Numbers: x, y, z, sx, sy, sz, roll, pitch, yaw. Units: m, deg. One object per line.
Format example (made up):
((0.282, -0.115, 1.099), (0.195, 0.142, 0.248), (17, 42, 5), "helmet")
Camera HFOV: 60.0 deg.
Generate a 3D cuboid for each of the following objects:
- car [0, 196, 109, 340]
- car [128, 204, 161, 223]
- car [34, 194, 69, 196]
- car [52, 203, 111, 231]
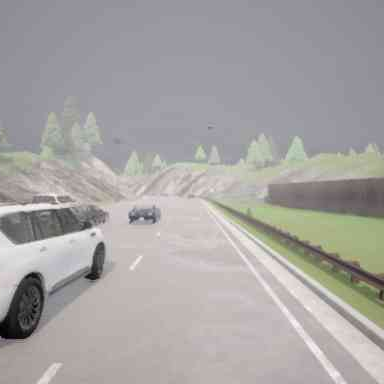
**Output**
((-3.467, 1.204, 6.715), (2.150, 2.045, 5.566), (0, 0, 3), "car")
((-3.418, 1.540, 24.902), (1.895, 1.301, 4.718), (0, 0, 0), "car")
((-10.414, 1.158, 25.629), (2.150, 2.045, 5.566), (0, 0, 0), "car")
((-6.936, 1.494, 21.651), (2.033, 1.411, 5.357), (0, 0, 0), "car")
